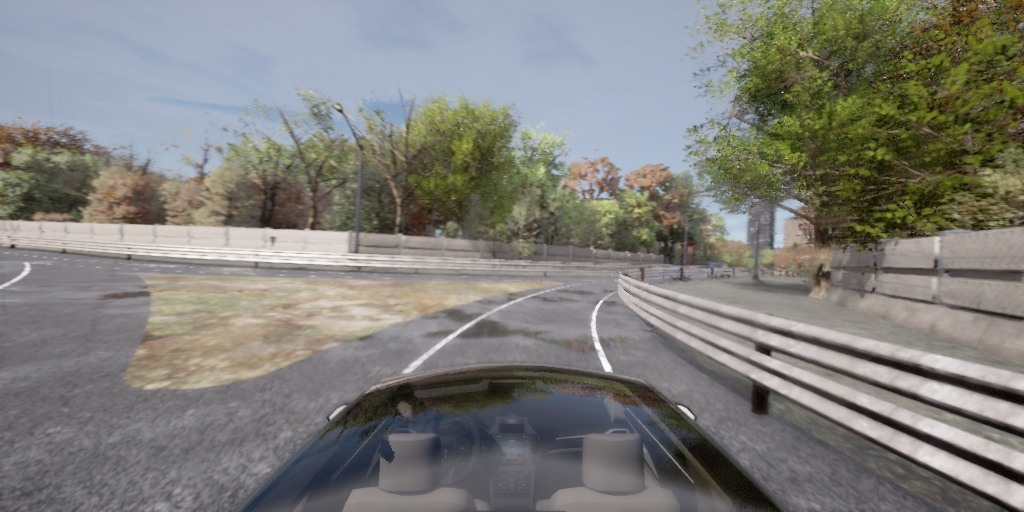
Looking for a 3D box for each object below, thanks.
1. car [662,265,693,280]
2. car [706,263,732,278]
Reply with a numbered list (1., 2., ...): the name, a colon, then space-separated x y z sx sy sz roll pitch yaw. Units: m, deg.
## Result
1. car: 18.345 1.809 39.635 1.882 1.535 5.008 3 1 45
2. car: 29.512 1.999 51.055 2.150 2.045 5.566 3 1 45
